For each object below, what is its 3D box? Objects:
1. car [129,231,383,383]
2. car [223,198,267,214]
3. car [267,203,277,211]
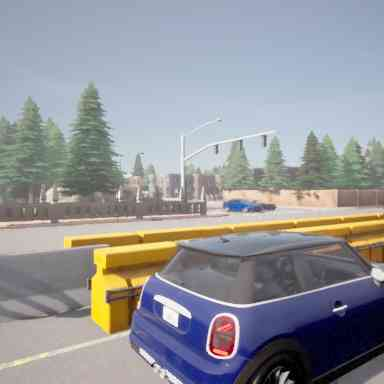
[{"bbox_3d":[1.502,1.352,4.797,4.553,1.767,2.097,0,0,-35],"label":"car"},{"bbox_3d":[5.408,1.478,36.311,1.882,1.535,5.008,0,0,-33],"label":"car"},{"bbox_3d":[7.694,1.601,39.373,1.895,1.301,4.718,0,0,-36],"label":"car"}]
